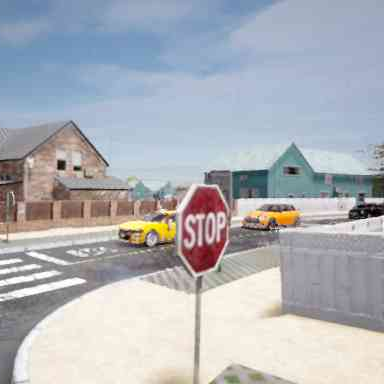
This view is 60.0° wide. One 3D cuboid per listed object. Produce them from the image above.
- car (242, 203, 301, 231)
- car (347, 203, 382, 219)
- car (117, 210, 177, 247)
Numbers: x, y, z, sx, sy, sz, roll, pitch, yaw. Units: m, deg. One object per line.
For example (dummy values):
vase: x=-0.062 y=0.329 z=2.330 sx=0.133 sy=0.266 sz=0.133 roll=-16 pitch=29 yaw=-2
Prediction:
car: x=5.501 y=1.586 z=22.830 sx=4.553 sy=1.767 sz=2.097 roll=1 pitch=1 yaw=-41
car: x=16.797 y=1.833 z=31.633 sx=4.892 sy=1.490 sz=1.837 roll=0 pitch=1 yaw=-33
car: x=-1.276 y=1.628 z=16.190 sx=1.882 sy=1.535 sz=5.008 roll=2 pitch=1 yaw=44
